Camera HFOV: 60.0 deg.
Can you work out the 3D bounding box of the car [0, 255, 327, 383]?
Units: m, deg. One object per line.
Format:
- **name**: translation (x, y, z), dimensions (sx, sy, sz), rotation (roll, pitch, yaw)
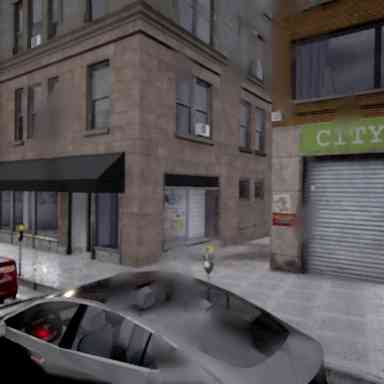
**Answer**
- **car**: translation (-0.829, 1.564, 3.546), dimensions (4.313, 1.339, 1.947), rotation (0, 1, 36)
